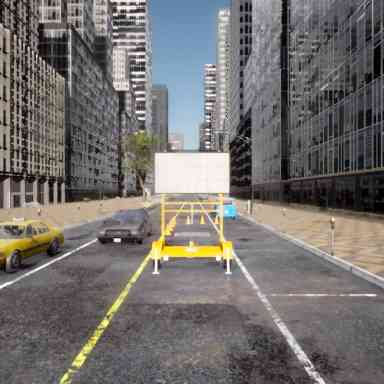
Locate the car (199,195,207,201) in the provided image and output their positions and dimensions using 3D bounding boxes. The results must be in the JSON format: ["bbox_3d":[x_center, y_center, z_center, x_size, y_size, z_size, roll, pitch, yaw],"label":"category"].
[{"bbox_3d":[2.745,1.561,84.502,1.887,1.381,4.507,0,0,0],"label":"car"}]

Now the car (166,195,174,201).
[{"bbox_3d":[-5.636,1.541,84.339,1.752,1.417,4.829,0,0,0],"label":"car"}]

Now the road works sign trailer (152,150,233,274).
[{"bbox_3d":[0.006,0.465,10.558,2.380,3.560,2.880,0,0,0],"label":"road works sign trailer"}]

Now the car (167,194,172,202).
[{"bbox_3d":[-5.647,1.562,67.505,2.008,1.369,4.403,0,0,0],"label":"car"}]

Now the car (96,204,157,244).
[{"bbox_3d":[-2.990,1.548,16.009,2.033,1.411,5.357,0,0,0],"label":"car"}]

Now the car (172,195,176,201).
[{"bbox_3d":[-5.640,1.329,78.841,2.192,1.841,5.009,0,0,0],"label":"car"}]

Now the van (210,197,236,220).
[{"bbox_3d":[2.706,1.344,27.822,1.690,1.788,3.998,0,0,0],"label":"van"}]

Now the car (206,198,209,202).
[{"bbox_3d":[2.710,1.529,33.660,1.752,1.417,4.829,0,0,0],"label":"car"}]

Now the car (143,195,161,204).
[{"bbox_3d":[-5.663,1.531,44.663,1.752,1.417,4.829,0,0,0],"label":"car"}]

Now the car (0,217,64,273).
[{"bbox_3d":[-5.686,1.526,10.656,1.752,1.417,4.829,0,0,0],"label":"car"}]

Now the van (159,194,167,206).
[{"bbox_3d":[-5.655,1.350,56.169,1.690,1.788,3.998,0,0,0],"label":"van"}]

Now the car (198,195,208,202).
[{"bbox_3d":[2.737,1.564,73.166,2.008,1.369,4.403,0,0,0],"label":"car"}]
